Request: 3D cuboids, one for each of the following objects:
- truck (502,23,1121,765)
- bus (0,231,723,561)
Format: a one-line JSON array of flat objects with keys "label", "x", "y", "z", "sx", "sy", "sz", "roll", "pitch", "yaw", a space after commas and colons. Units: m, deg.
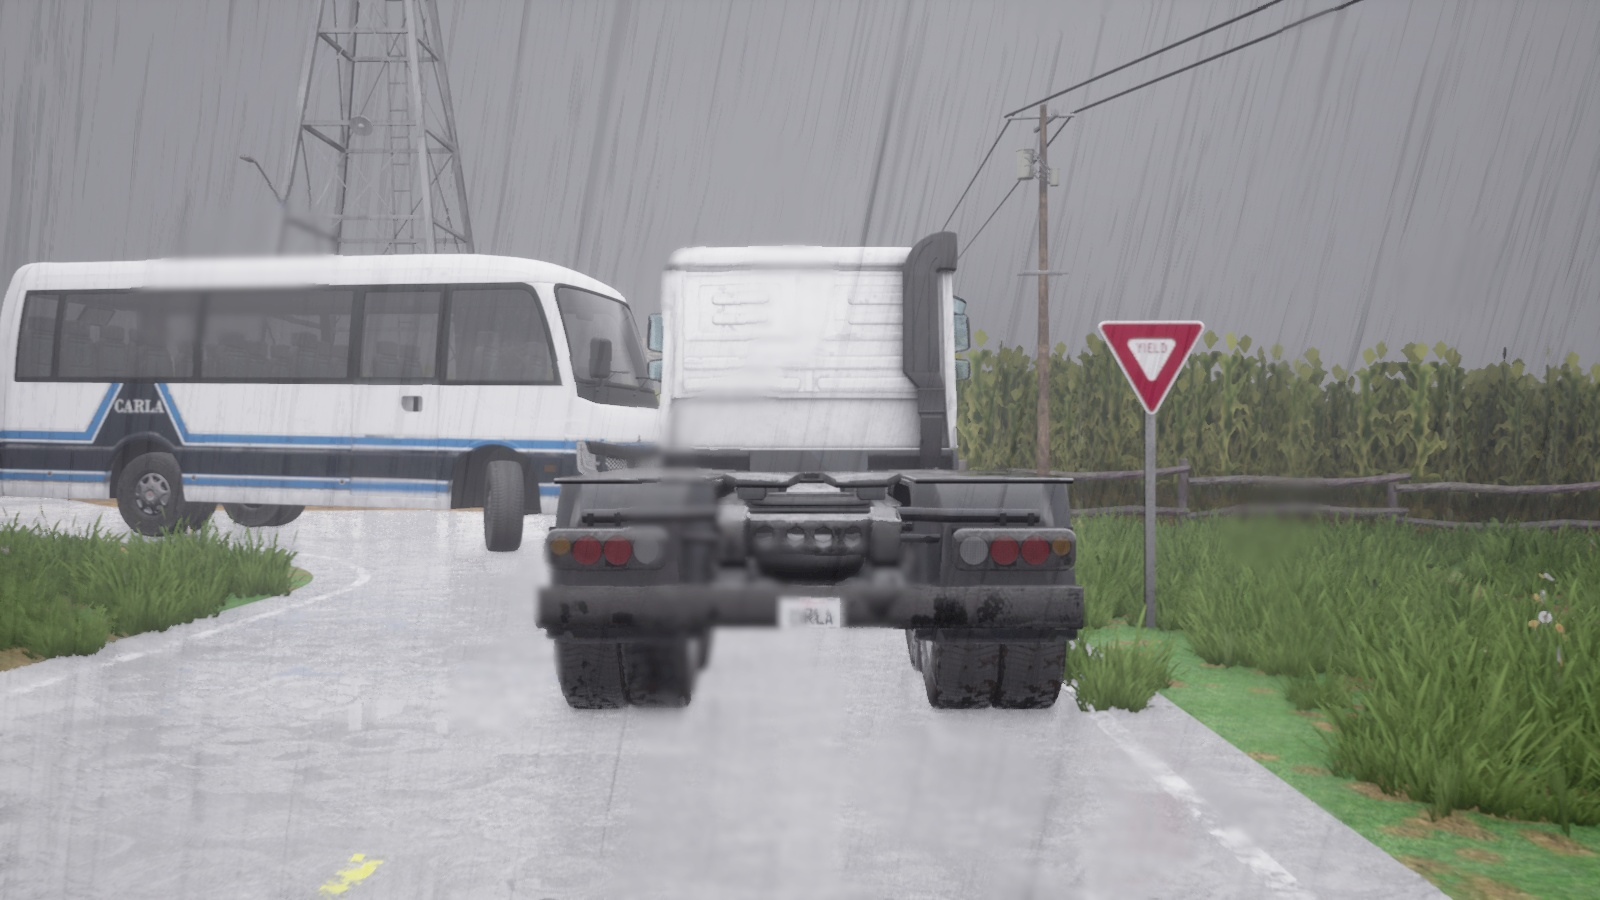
[{"label": "truck", "x": 0.073, "y": -0.270, "z": 9.832, "sx": 2.891, "sy": 3.462, "sz": 7.936, "roll": 0, "pitch": 0, "yaw": 0}, {"label": "bus", "x": -6.726, "y": -0.789, "z": 19.334, "sx": 10.273, "sy": 4.253, "sz": 3.944, "roll": 1, "pitch": 0, "yaw": 14}]
